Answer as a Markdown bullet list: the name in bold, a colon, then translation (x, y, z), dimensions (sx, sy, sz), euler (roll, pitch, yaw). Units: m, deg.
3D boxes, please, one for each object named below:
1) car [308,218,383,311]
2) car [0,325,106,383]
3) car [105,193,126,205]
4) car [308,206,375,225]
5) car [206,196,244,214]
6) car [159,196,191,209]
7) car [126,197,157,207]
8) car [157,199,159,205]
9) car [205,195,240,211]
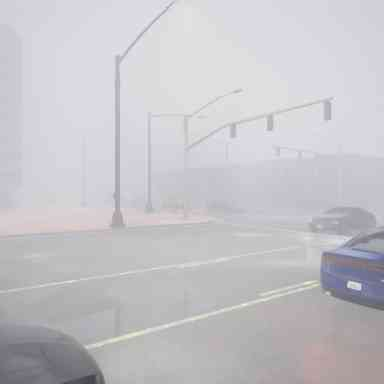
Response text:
- **car**: translation (4.851, 1.478, 7.208), dimensions (5.008, 1.535, 1.882), euler (0, 0, -35)
- **car**: translation (-2.881, 1.505, 1.699), dimensions (4.892, 1.490, 1.837), euler (0, 0, -35)
- **car**: translation (-14.033, 1.221, 61.100), dimensions (2.150, 2.045, 5.566), euler (0, 0, -37)
- **car**: translation (8.492, 1.526, 18.588), dimensions (4.674, 1.442, 1.812), euler (0, 0, -35)
- **car**: translation (3.561, 1.491, 36.352), dimensions (2.128, 1.511, 4.902), euler (0, 0, -36)
- **car**: translation (-2.035, 1.352, 44.192), dimensions (2.097, 1.767, 4.553), euler (0, 0, -35)
- **car**: translation (-8.021, 1.491, 52.593), dimensions (2.128, 1.511, 4.902), euler (0, 0, -35)
- **car**: translation (-7.274, 1.525, 57.899), dimensions (1.812, 1.442, 4.674), euler (0, 0, -35)
- **car**: translation (3.816, 1.352, 42.308), dimensions (2.097, 1.767, 4.553), euler (0, 0, -35)
